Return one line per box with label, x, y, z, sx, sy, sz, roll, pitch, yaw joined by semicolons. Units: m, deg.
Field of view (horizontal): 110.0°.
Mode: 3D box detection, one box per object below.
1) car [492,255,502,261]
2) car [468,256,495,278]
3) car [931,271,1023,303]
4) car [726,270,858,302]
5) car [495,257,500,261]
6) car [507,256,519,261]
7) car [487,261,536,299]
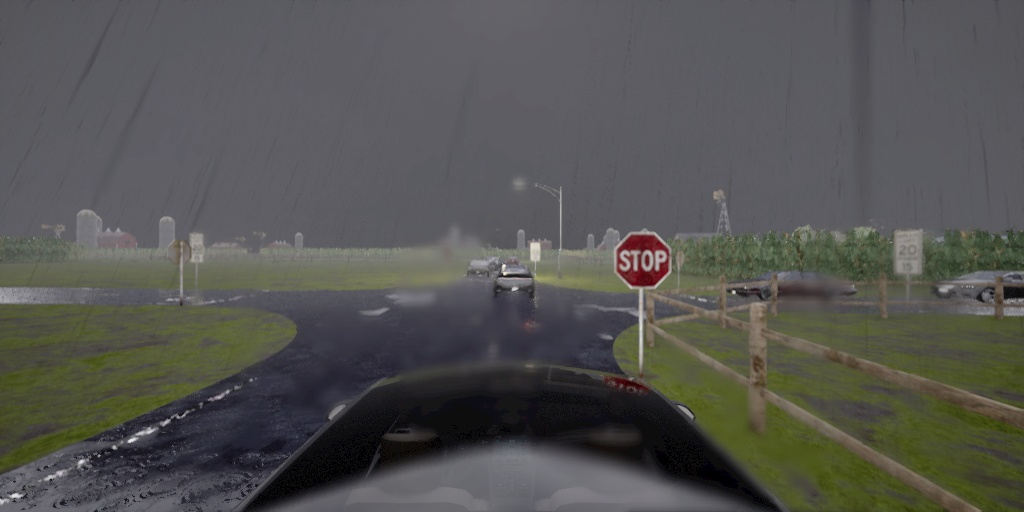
car;-2.787;0.825;49.914;2.097;1.767;4.553;0;0;0
car;-2.818;1.059;32.182;1.882;1.535;5.008;0;0;0
car;23.400;1.467;17.367;4.902;1.511;2.128;1;-1;0
car;13.437;1.405;17.408;5.357;1.411;2.033;1;-1;0
car;-2.804;1.092;41.160;1.994;1.385;4.181;0;0;0
car;0.160;0.743;62.443;2.097;1.767;4.553;0;0;0
car;0.132;1.178;17.662;2.128;1.511;4.902;1;0;0
